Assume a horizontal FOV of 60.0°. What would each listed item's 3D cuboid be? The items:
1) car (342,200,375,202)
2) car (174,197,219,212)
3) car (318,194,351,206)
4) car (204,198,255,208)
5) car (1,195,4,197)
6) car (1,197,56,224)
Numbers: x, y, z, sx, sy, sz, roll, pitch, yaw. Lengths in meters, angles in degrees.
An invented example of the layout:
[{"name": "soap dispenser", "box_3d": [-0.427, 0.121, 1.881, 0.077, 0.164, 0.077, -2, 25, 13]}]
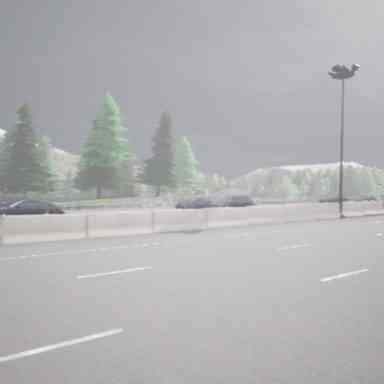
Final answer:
[{"name": "car", "box_3d": [22.993, 1.188, 44.853, 4.902, 1.511, 2.128, 0, 1, -34]}, {"name": "car", "box_3d": [0.456, 1.221, 33.939, 4.181, 1.385, 1.994, 0, 1, -34]}, {"name": "car", "box_3d": [20.215, 1.130, 47.214, 5.008, 1.535, 1.882, 0, 0, -34]}, {"name": "car", "box_3d": [3.885, 1.051, 32.033, 4.553, 1.767, 2.097, 0, 1, -34]}, {"name": "car", "box_3d": [-13.912, 1.012, 24.176, 4.553, 1.767, 2.097, 0, 1, -34]}, {"name": "car", "box_3d": [-10.940, 1.228, 21.966, 4.674, 1.442, 1.812, 0, 1, -34]}]
